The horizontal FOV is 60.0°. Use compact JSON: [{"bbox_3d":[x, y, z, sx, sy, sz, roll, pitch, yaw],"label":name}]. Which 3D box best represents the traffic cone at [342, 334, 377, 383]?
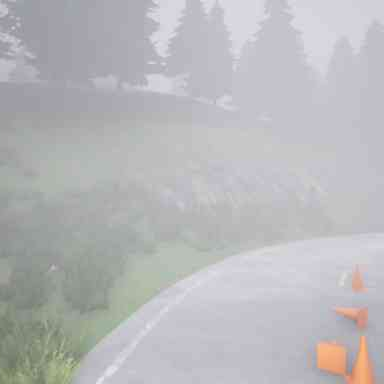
[{"bbox_3d":[2.043,2.002,3.971,0.340,0.580,0.340,1,0,-1],"label":"traffic cone"}]

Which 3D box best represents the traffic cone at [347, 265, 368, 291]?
[{"bbox_3d":[3.981,2.047,8.009,0.340,0.580,0.340,1,0,-1],"label":"traffic cone"}]
